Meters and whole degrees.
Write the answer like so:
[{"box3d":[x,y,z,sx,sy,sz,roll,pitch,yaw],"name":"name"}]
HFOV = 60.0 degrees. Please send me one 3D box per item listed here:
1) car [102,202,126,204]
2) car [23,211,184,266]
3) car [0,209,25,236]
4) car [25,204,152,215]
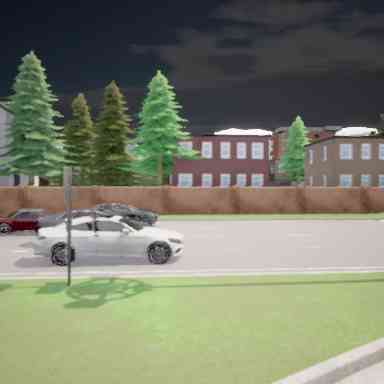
[{"box3d":[-4.625,1.412,21.176,4.902,1.511,2.128,0,0,-4],"name":"car"},{"box3d":[-2.600,1.484,10.795,4.674,1.442,1.812,0,0,-4],"name":"car"},{"box3d":[-7.982,1.537,17.439,4.718,1.301,1.895,0,0,-4],"name":"car"},{"box3d":[-4.059,1.439,14.199,4.902,1.511,2.128,0,0,-4],"name":"car"}]
